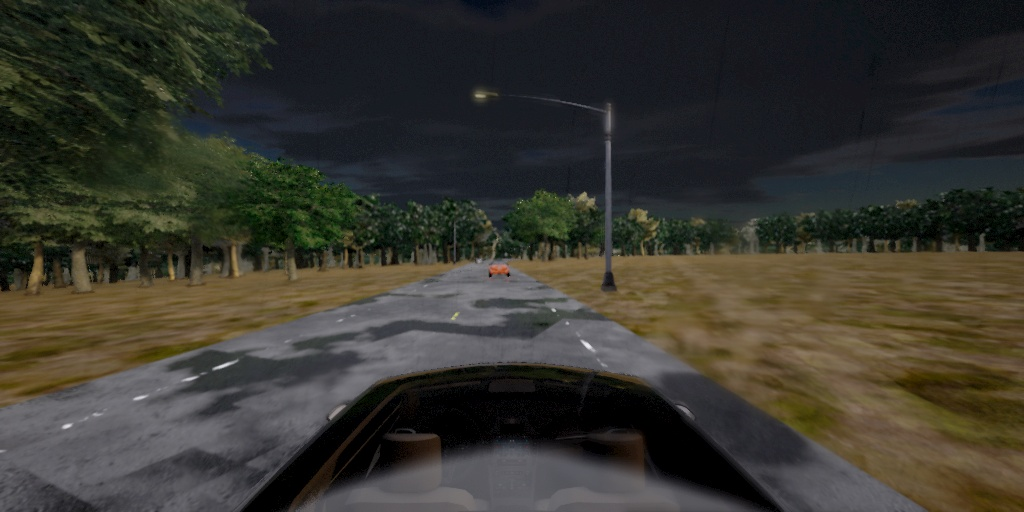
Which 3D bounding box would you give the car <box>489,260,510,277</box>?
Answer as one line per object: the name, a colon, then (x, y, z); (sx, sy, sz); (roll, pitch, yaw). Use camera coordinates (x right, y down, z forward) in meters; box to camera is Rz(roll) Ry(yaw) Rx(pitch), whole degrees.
car: (-1.381, 1.208, 38.091); (2.097, 1.767, 4.553); (0, 0, -3)
